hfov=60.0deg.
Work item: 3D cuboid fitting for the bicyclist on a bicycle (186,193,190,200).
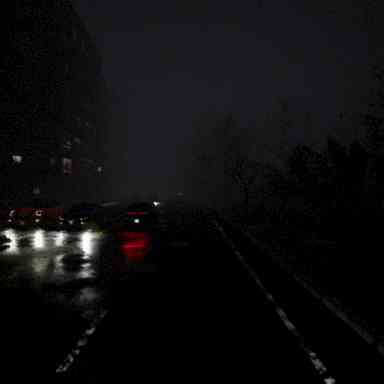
[{"bbox_3d":[-1.063,0.971,79.504,0.866,1.612,1.509,0,0,-4],"label":"bicyclist on a bicycle"}]

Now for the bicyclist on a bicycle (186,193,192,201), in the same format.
[{"bbox_3d":[-0.439,0.961,70.448,0.659,1.776,1.843,0,1,-4],"label":"bicyclist on a bicycle"}]

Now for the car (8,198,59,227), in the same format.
[{"bbox_3d":[-9.853,1.226,21.560,2.097,1.767,4.553,0,0,0],"label":"car"}]

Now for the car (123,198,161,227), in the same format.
[{"bbox_3d":[-3.149,1.380,21.383,1.837,1.490,4.892,0,0,0],"label":"car"}]

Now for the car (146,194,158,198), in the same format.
[{"bbox_3d":[-7.411,1.124,61.778,1.882,1.535,5.008,0,0,-2],"label":"car"}]

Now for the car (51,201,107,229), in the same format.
[{"bbox_3d":[-6.602,1.385,20.563,1.837,1.490,4.892,0,0,0],"label":"car"}]

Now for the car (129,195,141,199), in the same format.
[{"bbox_3d":[-10.695,1.189,62.802,2.033,1.411,5.357,0,0,-2],"label":"car"}]
